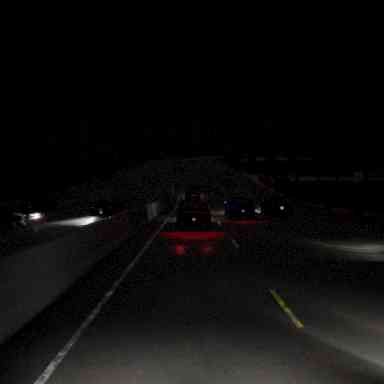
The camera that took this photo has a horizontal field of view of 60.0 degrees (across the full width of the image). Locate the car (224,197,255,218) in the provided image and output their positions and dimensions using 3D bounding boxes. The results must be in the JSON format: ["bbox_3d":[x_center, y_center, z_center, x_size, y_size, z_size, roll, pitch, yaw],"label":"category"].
[{"bbox_3d":[3.590,1.145,25.768,1.882,1.535,5.008,0,1,0],"label":"car"}]

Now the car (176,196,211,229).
[{"bbox_3d":[0.092,1.225,19.712,1.882,1.535,5.008,0,1,0],"label":"car"}]

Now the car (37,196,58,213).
[{"bbox_3d":[-14.014,1.115,30.661,1.994,1.385,4.181,0,2,0],"label":"car"}]

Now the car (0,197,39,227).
[{"bbox_3d":[-10.576,1.264,17.813,2.128,1.511,4.902,0,1,0],"label":"car"}]

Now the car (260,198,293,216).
[{"bbox_3d":[7.089,1.187,28.213,1.994,1.385,4.181,0,1,0],"label":"car"}]

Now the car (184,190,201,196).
[{"bbox_3d":[0.080,0.465,41.048,2.128,1.511,4.902,0,4,0],"label":"car"}]

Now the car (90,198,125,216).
[{"bbox_3d":[-7.040,1.225,28.008,1.895,1.301,4.718,0,1,1],"label":"car"}]
